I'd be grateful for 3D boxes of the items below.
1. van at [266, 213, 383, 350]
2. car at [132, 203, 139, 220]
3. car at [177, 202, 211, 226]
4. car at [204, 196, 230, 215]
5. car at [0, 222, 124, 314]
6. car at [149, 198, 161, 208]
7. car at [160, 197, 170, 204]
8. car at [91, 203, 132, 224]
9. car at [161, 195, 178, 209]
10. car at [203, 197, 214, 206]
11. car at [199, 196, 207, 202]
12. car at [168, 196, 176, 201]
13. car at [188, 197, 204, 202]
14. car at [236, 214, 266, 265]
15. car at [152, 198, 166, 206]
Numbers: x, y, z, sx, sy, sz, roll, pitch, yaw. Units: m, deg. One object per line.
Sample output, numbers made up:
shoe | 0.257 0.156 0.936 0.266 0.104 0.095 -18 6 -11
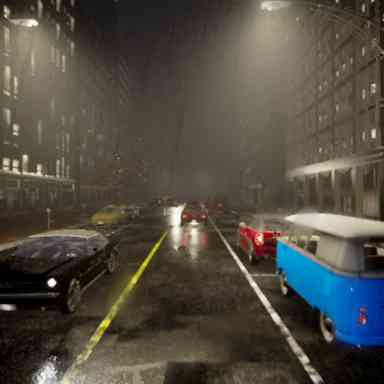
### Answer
van | 2.704 1.358 6.066 1.690 1.788 3.998 0 0 0
car | -5.638 1.620 28.859 2.008 1.369 4.403 0 0 0
car | 0.142 1.661 24.259 1.895 1.301 4.718 0 0 0
car | 2.754 1.396 34.526 2.192 1.841 5.009 0 0 0
car | -3.086 1.622 7.755 1.895 1.301 4.718 0 0 0
car | -5.599 1.664 51.628 2.008 1.369 4.403 0 0 0
car | -5.570 1.721 68.704 1.802 1.307 4.206 0 0 0
car | -5.648 1.582 22.996 1.752 1.417 4.829 0 0 0
car | -3.004 1.585 48.183 1.882 1.535 5.008 0 0 0
car | 2.791 1.648 57.464 1.752 1.417 4.829 0 0 0
car | 2.839 1.727 85.755 1.947 1.339 4.313 0 0 0
car | -5.531 1.713 91.474 1.887 1.381 4.507 0 0 0
car | 0.173 1.659 41.694 1.994 1.385 4.181 0 0 0
car | 2.714 1.471 11.757 1.967 1.590 4.097 0 0 0
car | -5.590 1.688 57.321 1.947 1.339 4.313 0 0 0
